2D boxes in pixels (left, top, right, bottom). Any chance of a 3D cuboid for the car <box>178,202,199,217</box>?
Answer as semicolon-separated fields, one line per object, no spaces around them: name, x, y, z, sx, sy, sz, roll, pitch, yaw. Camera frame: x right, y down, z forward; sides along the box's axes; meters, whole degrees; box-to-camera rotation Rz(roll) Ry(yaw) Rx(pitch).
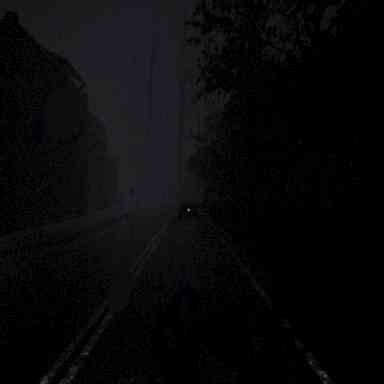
car;-0.346;1.613;32.094;1.994;1.385;4.181;0;0;-1
